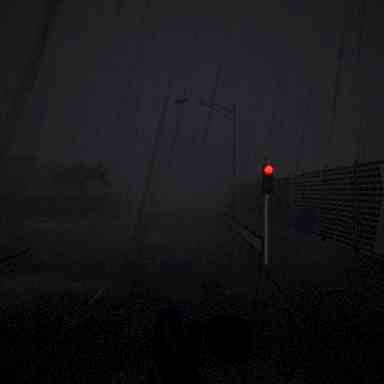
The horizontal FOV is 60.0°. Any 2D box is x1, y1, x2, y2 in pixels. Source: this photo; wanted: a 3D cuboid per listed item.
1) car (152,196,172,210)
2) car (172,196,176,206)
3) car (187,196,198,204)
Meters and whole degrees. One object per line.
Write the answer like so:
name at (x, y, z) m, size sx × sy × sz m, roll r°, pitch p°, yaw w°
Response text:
car at (-4.029, 1.564, 43.362) m, size 1.994 × 1.385 × 4.181 m, roll 0°, pitch 0°, yaw 0°
car at (-4.007, 1.478, 53.433) m, size 1.882 × 1.535 × 5.008 m, roll 0°, pitch 0°, yaw 0°
car at (0.101, 1.505, 63.160) m, size 1.837 × 1.490 × 4.892 m, roll 0°, pitch 0°, yaw 0°
